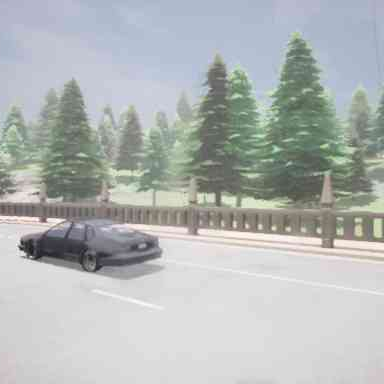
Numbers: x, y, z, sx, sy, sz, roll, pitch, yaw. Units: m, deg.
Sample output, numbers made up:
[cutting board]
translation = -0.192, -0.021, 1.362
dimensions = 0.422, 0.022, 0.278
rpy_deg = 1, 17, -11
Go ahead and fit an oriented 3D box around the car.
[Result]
[car]
translation = -3.431, 1.561, 10.732
dimensions = 5.357, 1.411, 2.033
rpy_deg = 0, 0, 35
